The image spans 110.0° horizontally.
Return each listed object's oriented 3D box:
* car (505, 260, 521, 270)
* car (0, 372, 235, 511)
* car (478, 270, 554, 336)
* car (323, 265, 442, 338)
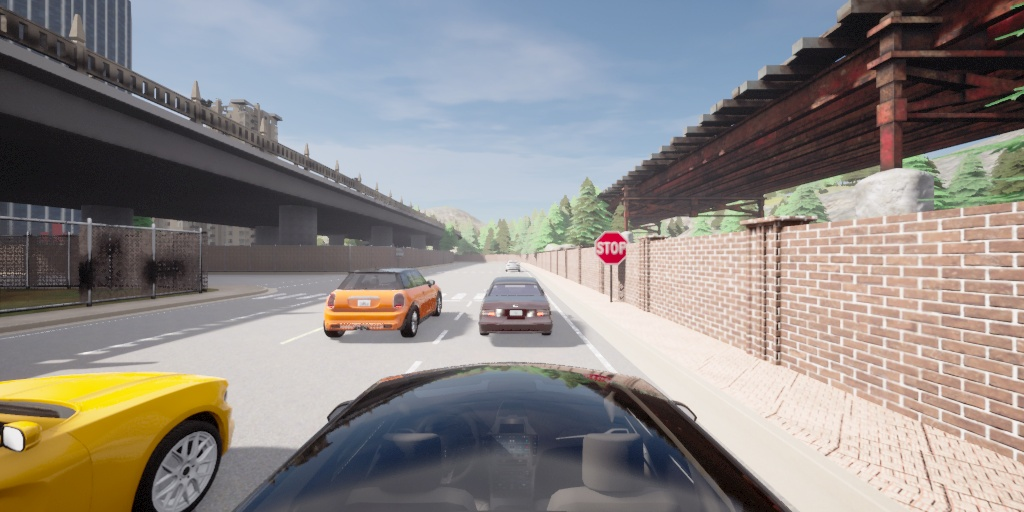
[{"bbox_3d":[0.118,1.290,46.278,1.812,1.442,4.674,0,0,-1],"label":"car"},{"bbox_3d":[-3.398,1.227,1.131,1.882,1.535,5.008,0,0,0],"label":"car"},{"bbox_3d":[0.089,1.300,10.407,2.033,1.411,5.357,0,0,0],"label":"car"},{"bbox_3d":[-3.413,1.105,10.388,2.097,1.767,4.553,0,0,0],"label":"car"}]
